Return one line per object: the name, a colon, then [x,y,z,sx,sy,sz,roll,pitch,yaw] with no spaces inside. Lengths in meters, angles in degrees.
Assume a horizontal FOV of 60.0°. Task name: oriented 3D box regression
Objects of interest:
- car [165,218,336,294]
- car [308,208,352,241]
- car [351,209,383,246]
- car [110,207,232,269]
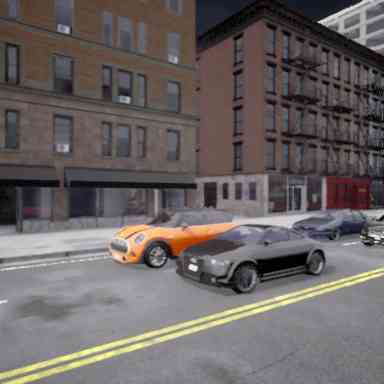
car: [1.654,1.565,8.836,4.181,1.385,1.994,0,0,-35]
car: [7.402,1.549,16.853,5.357,1.411,2.033,0,0,-35]
car: [9.056,1.507,14.051,4.892,1.490,1.837,0,0,-35]
car: [-0.437,1.353,11.339,4.553,1.767,2.097,0,0,-35]
